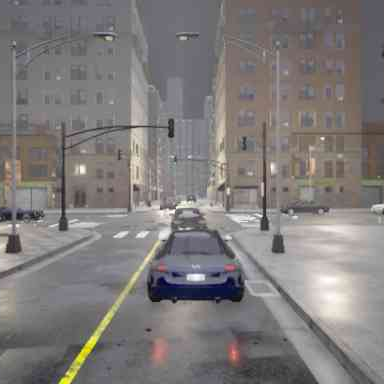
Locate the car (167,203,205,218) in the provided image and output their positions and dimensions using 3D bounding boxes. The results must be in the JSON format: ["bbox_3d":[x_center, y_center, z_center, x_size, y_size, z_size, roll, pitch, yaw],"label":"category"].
[{"bbox_3d":[-0.259,1.571,18.054,1.812,1.442,4.674,0,0,-4],"label":"car"}]

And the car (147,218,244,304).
[{"bbox_3d":[0.078,1.586,8.285,1.994,1.385,4.181,0,0,0],"label":"car"}]

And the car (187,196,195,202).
[{"bbox_3d":[-0.227,1.805,86.515,2.128,1.511,4.902,0,0,0],"label":"car"}]

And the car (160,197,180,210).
[{"bbox_3d":[-3.128,1.483,44.532,2.097,1.767,4.553,0,0,0],"label":"car"}]

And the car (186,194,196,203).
[{"bbox_3d":[-0.179,1.469,76.127,2.150,2.045,5.566,0,0,0],"label":"car"}]

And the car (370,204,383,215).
[{"bbox_3d":[20.376,1.523,33.210,4.674,1.442,1.812,0,0,-1],"label":"car"}]

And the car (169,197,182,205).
[{"bbox_3d":[-3.172,1.697,64.985,2.128,1.511,4.902,0,0,0],"label":"car"}]

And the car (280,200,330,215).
[{"bbox_3d":[11.114,1.534,33.144,4.892,1.490,1.837,0,0,0],"label":"car"}]

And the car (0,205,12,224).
[{"bbox_3d":[-15.254,1.675,22.994,4.181,1.385,1.994,0,0,0],"label":"car"}]

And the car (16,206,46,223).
[{"bbox_3d":[-14.187,1.716,26.250,4.718,1.301,1.895,0,0,0],"label":"car"}]
